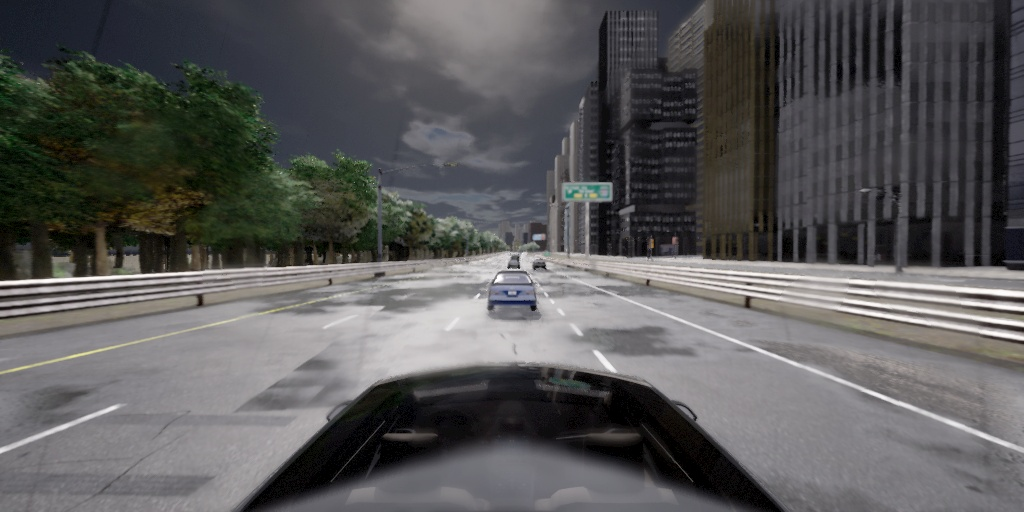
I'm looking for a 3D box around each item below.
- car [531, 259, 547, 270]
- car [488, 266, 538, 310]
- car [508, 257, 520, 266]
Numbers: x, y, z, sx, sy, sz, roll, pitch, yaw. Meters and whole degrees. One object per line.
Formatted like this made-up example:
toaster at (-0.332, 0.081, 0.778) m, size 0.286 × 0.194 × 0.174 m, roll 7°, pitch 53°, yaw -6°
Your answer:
car at (3.860, 1.214, 51.071) m, size 1.837 × 1.490 × 4.892 m, roll 0°, pitch 1°, yaw 1°
car at (0.018, 1.306, 14.765) m, size 2.033 × 1.411 × 5.357 m, roll 0°, pitch 0°, yaw 0°
car at (0.352, 1.237, 59.277) m, size 1.994 × 1.385 × 4.181 m, roll 0°, pitch 0°, yaw 1°
